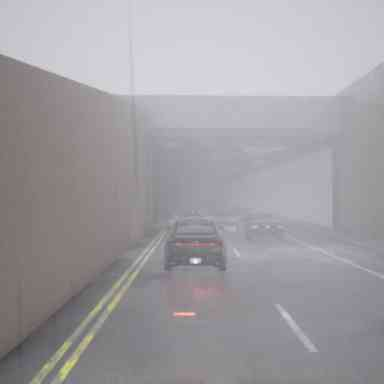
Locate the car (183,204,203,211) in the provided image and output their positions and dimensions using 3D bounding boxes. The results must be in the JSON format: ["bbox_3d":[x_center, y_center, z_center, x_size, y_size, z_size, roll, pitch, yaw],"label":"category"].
[{"bbox_3d":[0.109,1.908,33.359,2.033,1.411,5.357,0,-1,0],"label":"car"}]

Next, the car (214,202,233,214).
[{"bbox_3d":[3.610,1.891,38.281,1.882,1.535,5.008,0,0,0],"label":"car"}]

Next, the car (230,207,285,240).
[{"bbox_3d":[3.605,1.746,18.353,2.033,1.411,5.357,0,-1,0],"label":"car"}]

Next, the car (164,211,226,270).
[{"bbox_3d":[0.100,1.631,11.478,1.837,1.490,4.892,0,0,0],"label":"car"}]
